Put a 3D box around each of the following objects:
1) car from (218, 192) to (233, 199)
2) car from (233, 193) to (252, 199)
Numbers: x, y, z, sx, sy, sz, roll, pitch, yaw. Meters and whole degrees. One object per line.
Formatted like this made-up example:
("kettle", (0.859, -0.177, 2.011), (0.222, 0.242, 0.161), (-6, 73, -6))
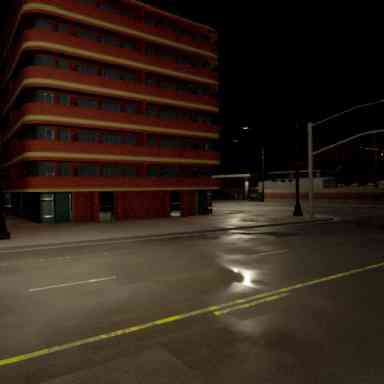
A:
("car", (8.936, 0.929, 86.187), (4.611, 1.667, 2.242), (-1, 1, -35))
("car", (12.907, 1.061, 81.965), (3.806, 1.475, 1.970), (-1, 1, -35))
